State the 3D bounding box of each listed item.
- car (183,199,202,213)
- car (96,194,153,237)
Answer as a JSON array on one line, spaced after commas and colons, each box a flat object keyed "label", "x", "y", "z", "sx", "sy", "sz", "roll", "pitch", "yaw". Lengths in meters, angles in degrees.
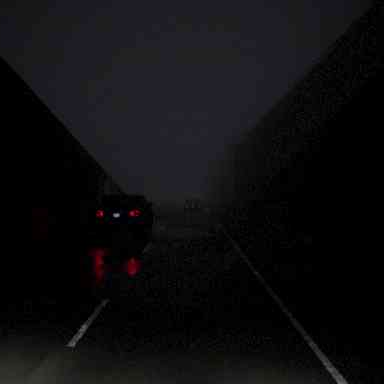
[{"label": "car", "x": 0.090, "y": 1.394, "z": 34.005, "sx": 2.033, "sy": 1.411, "sz": 5.357, "roll": 0, "pitch": 0, "yaw": 0}, {"label": "car", "x": -3.396, "y": 1.140, "z": 17.701, "sx": 2.150, "sy": 2.045, "sz": 5.566, "roll": 0, "pitch": 0, "yaw": 0}]
